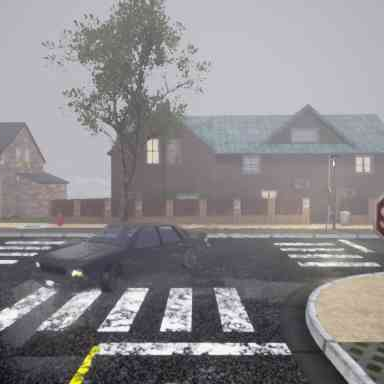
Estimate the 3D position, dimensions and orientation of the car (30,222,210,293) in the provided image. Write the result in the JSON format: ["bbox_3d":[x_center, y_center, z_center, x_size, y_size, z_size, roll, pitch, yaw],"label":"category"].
[{"bbox_3d":[-1.545,1.584,9.344,2.033,1.411,5.357,0,0,35],"label":"car"}]
